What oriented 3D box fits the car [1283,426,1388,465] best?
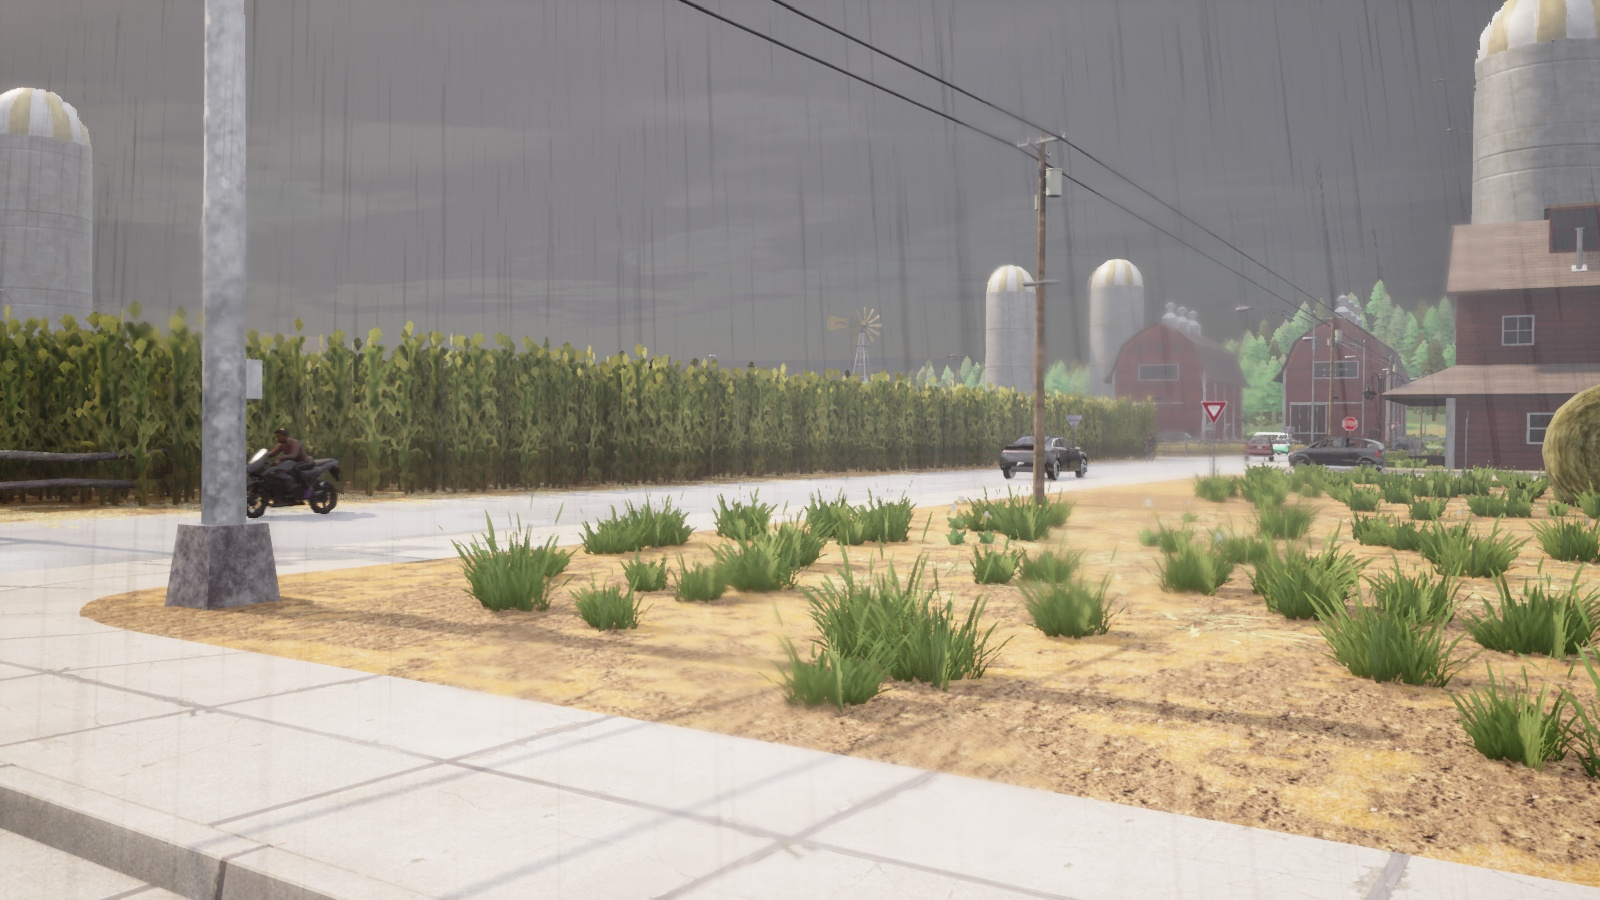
[{"bbox_3d":[22.112,-0.188,51.876,3.705,1.549,1.789,0,1,33],"label":"car"}]

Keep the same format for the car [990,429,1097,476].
[{"bbox_3d":[8.503,0.052,43.501,2.128,1.511,4.902,0,1,31],"label":"car"}]

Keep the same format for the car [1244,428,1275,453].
[{"bbox_3d":[28.887,-0.596,79.052,1.789,1.549,3.705,0,1,19],"label":"car"}]

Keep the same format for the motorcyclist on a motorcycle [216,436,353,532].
[{"bbox_3d":[-8.700,0.537,21.286,0.797,1.523,2.044,0,1,31],"label":"motorcyclist on a motorcycle"}]
